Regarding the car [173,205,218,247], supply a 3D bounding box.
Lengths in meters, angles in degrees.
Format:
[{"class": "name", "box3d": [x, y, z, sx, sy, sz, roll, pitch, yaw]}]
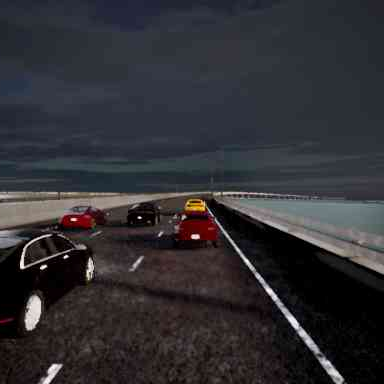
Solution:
[{"class": "car", "box3d": [0.136, 1.526, 14.913, 1.812, 1.442, 4.674, 0, 0, 0]}]

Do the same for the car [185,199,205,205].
[{"class": "car", "box3d": [0.313, 1.473, 33.153, 1.882, 1.535, 5.008, 0, 0, 1]}]

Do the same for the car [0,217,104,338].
[{"class": "car", "box3d": [-3.387, 1.505, 6.594, 1.837, 1.490, 4.892, 0, 0, 0]}]

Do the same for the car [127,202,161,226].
[{"class": "car", "box3d": [-3.289, 1.476, 23.547, 1.882, 1.535, 5.008, 0, 0, 0]}]

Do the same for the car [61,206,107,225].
[{"class": "car", "box3d": [-6.807, 1.563, 21.204, 1.994, 1.385, 4.181, 0, 0, 0]}]
